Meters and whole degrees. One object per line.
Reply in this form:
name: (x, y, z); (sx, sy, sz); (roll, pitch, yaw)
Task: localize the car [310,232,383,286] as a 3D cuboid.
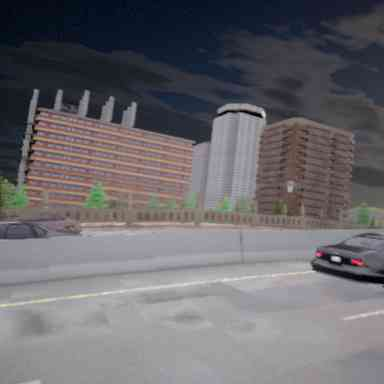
car: (5.955, 1.879, 9.589); (5.357, 1.411, 2.033); (3, -2, -25)

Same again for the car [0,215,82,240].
car: (-6.570, 1.746, 11.626); (5.357, 1.411, 2.033); (0, -1, -25)

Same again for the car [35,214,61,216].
car: (-8.081, 1.854, 14.782); (4.718, 1.301, 1.895); (0, -1, -25)
